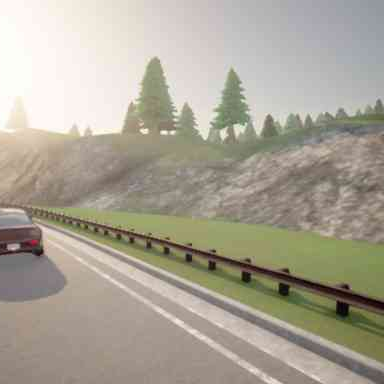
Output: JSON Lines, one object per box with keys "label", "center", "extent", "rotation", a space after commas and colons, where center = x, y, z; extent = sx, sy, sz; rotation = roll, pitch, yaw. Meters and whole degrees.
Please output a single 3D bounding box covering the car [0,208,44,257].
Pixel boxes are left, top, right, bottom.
{"label": "car", "center": [-6.119, 1.240, 10.742], "extent": [1.812, 1.442, 4.674], "rotation": [-1, 2, -36]}
